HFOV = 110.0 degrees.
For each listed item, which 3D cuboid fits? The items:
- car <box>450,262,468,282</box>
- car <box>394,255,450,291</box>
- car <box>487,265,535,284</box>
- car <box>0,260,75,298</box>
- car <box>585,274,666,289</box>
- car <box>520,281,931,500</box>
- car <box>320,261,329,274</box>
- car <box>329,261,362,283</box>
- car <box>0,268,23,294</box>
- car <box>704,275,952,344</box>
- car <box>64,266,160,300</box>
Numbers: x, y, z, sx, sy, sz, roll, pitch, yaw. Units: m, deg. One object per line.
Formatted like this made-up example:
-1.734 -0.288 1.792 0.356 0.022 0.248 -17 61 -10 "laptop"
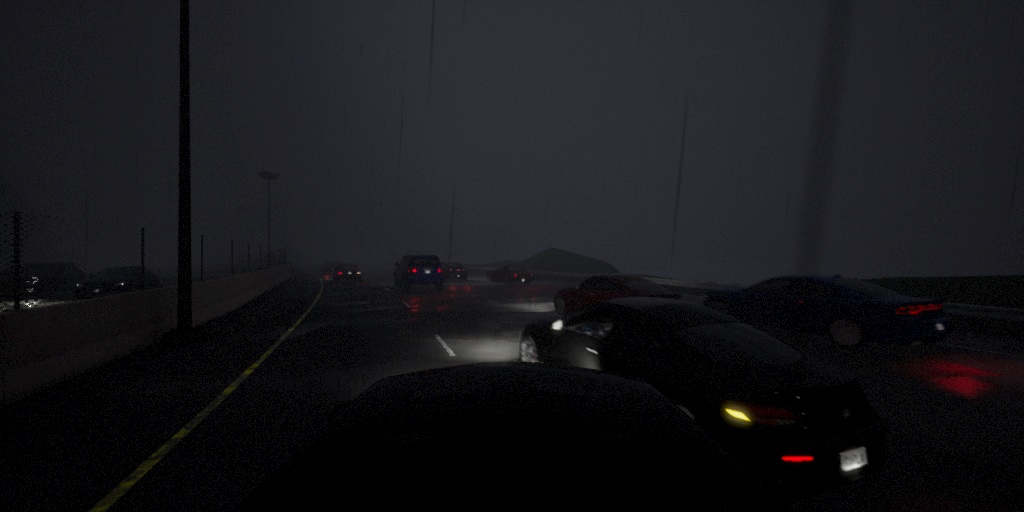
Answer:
-5.004 1.236 28.161 2.128 1.511 4.902 0 0 -27 "car"
-5.809 0.967 22.071 2.150 2.045 5.566 0 0 -26 "car"
-0.227 1.345 26.556 1.895 1.301 4.718 0 0 -27 "car"
-23.389 1.100 17.594 2.097 1.767 4.553 0 0 -28 "car"
3.017 1.273 10.836 1.812 1.442 4.674 0 0 -22 "car"
1.644 1.275 4.724 1.812 1.442 4.674 0 0 -20 "car"
-20.109 1.269 40.035 1.812 1.442 4.674 0 0 -31 "car"
-13.044 1.292 28.338 2.033 1.411 5.357 0 0 -29 "car"
-27.413 1.350 17.783 1.895 1.301 4.718 0 0 -28 "car"
7.415 1.225 9.257 1.882 1.535 5.008 0 0 -21 "car"
-19.740 1.274 18.177 1.812 1.442 4.674 0 0 -27 "car"
